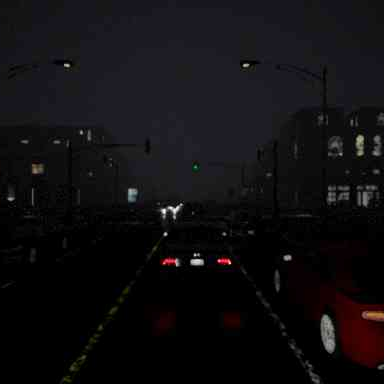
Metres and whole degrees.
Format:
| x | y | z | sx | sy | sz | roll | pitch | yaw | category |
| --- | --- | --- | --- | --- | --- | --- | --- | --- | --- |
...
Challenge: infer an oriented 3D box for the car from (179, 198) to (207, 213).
| x | y | z | sx | sy | sz | roll | pitch | yaw | category |
| --- | --- | --- | --- | --- | --- | --- | --- | --- | --- |
| 0.088 | 1.571 | 29.588 | 1.882 | 1.535 | 5.008 | 0 | 0 | 0 | car |

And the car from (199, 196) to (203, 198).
| x | y | z | sx | sy | sz | roll | pitch | yaw | category |
| --- | --- | --- | --- | --- | --- | --- | --- | --- | --- |
| 2.667 | 1.774 | 60.648 | 1.802 | 1.307 | 4.206 | 0 | 0 | 0 | car |

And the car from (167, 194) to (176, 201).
| x | y | z | sx | sy | sz | roll | pitch | yaw | category |
| --- | --- | --- | --- | --- | --- | --- | --- | --- | --- |
| -5.727 | 1.620 | 93.792 | 2.192 | 1.841 | 5.009 | 0 | 0 | 0 | car |

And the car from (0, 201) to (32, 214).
| x | y | z | sx | sy | sz | roll | pitch | yaw | category |
| --- | --- | --- | --- | --- | --- | --- | --- | --- | --- |
| -18.385 | 1.565 | 32.096 | 5.357 | 1.411 | 2.033 | 0 | 0 | 1 | car |

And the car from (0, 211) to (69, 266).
| x | y | z | sx | sy | sz | roll | pitch | yaw | category |
| --- | --- | --- | --- | --- | --- | --- | --- | --- | --- |
| -5.691 | 1.587 | 11.537 | 2.008 | 1.369 | 4.403 | 0 | 0 | 0 | car |

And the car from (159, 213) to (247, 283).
| x | y | z | sx | sy | sz | roll | pitch | yaw | category |
| --- | --- | --- | --- | --- | --- | --- | --- | --- | --- |
| 0.097 | 1.579 | 9.741 | 2.033 | 1.411 | 5.357 | 0 | 0 | 0 | car |

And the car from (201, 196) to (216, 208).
| x | y | z | sx | sy | sz | roll | pitch | yaw | category |
| --- | --- | --- | --- | --- | --- | --- | --- | --- | --- |
| 2.672 | 1.723 | 49.606 | 1.947 | 1.339 | 4.313 | 0 | 0 | 0 | car |

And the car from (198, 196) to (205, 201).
| x | y | z | sx | sy | sz | roll | pitch | yaw | category |
| --- | --- | --- | --- | --- | --- | --- | --- | --- | --- |
| 2.652 | 1.856 | 93.781 | 2.008 | 1.369 | 4.403 | 0 | 0 | 0 | car |

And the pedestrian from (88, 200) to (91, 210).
| x | y | z | sx | sy | sz | roll | pitch | yaw | category |
| --- | --- | --- | --- | --- | --- | --- | --- | --- | --- |
| -12.570 | 1.538 | 40.745 | 0.375 | 1.300 | 0.375 | 0 | -1 | 1 | pedestrian |

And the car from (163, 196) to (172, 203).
| x | y | z | sx | sy | sz | roll | pitch | yaw | category |
| --- | --- | --- | --- | --- | --- | --- | --- | --- | --- |
| -5.721 | 1.772 | 77.055 | 1.752 | 1.417 | 4.829 | 0 | 0 | 0 | car |

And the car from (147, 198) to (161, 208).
| x | y | z | sx | sy | sz | roll | pitch | yaw | category |
| --- | --- | --- | --- | --- | --- | --- | --- | --- | --- |
| -5.709 | 1.739 | 49.615 | 1.802 | 1.307 | 4.206 | 0 | 0 | 0 | car |

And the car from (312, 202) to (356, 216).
| x | y | z | sx | sy | sz | roll | pitch | yaw | category |
| --- | --- | --- | --- | --- | --- | --- | --- | --- | --- |
| 14.795 | 1.759 | 34.797 | 4.181 | 1.385 | 1.994 | 0 | 0 | 1 | car |

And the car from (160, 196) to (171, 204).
| x | y | z | sx | sy | sz | roll | pitch | yaw | category |
| --- | --- | --- | --- | --- | --- | --- | --- | --- | --- |
| -5.718 | 1.669 | 71.703 | 1.967 | 1.590 | 4.097 | 0 | 0 | 0 | car |

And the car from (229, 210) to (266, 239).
| x | y | z | sx | sy | sz | roll | pitch | yaw | category |
| --- | --- | --- | --- | --- | --- | --- | --- | --- | --- |
| 2.687 | 1.605 | 17.216 | 2.008 | 1.369 | 4.403 | 0 | 0 | 0 | car |

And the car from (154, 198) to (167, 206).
| x | y | z | sx | sy | sz | roll | pitch | yaw | category |
| --- | --- | --- | --- | --- | --- | --- | --- | --- | --- |
| -5.714 | 1.743 | 60.659 | 2.008 | 1.369 | 4.403 | 0 | 0 | 0 | car |

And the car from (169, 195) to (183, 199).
| x | y | z | sx | sy | sz | roll | pitch | yaw | category |
| --- | --- | --- | --- | --- | --- | --- | --- | --- | --- |
| -3.092 | 1.678 | 59.006 | 2.128 | 1.511 | 4.902 | 0 | 0 | 0 | car |

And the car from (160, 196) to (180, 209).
| x | y | z | sx | sy | sz | roll | pitch | yaw | category |
| --- | --- | --- | --- | --- | --- | --- | --- | --- | --- |
| -3.130 | 1.679 | 48.654 | 1.812 | 1.442 | 4.674 | 0 | 0 | 1 | car |

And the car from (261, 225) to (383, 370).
| x | y | z | sx | sy | sz | roll | pitch | yaw | category |
| --- | --- | --- | --- | --- | --- | --- | --- | --- | --- |
| 2.692 | 1.563 | 5.832 | 1.887 | 1.381 | 4.507 | 0 | 0 | 0 | car |

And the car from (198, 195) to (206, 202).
| x | y | z | sx | sy | sz | roll | pitch | yaw | category |
| --- | --- | --- | --- | --- | --- | --- | --- | --- | --- |
| 2.655 | 1.725 | 88.259 | 1.967 | 1.590 | 4.097 | 0 | 0 | 0 | car |
